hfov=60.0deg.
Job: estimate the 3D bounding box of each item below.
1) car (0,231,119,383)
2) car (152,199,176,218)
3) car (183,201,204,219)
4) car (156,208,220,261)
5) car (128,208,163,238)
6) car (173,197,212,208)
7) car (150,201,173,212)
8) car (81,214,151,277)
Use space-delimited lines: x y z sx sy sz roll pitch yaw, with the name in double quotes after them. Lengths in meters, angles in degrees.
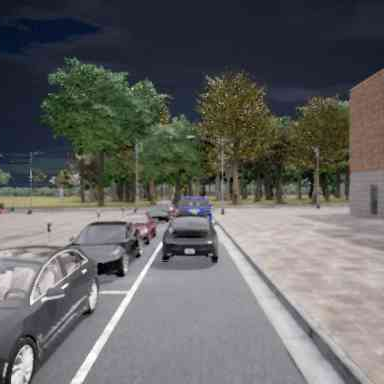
-2.642 1.570 4.932 2.008 1.369 4.403 -1 0 0 "car"
-2.612 1.568 32.107 1.967 1.590 4.097 -1 0 0 "car"
0.092 1.630 31.336 1.837 1.490 4.892 0 0 -1 "car"
-0.037 1.552 12.375 1.837 1.490 4.892 0 0 1 "car"
-2.629 1.644 15.801 1.802 1.307 4.206 -1 0 0 "car"
0.124 1.307 21.467 2.150 2.045 5.566 0 0 0 "car"
-2.617 1.672 26.671 1.947 1.339 4.313 -1 0 0 "car"
-2.636 1.606 10.367 1.947 1.339 4.313 -1 0 0 "car"
